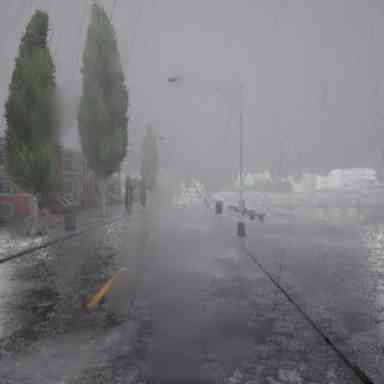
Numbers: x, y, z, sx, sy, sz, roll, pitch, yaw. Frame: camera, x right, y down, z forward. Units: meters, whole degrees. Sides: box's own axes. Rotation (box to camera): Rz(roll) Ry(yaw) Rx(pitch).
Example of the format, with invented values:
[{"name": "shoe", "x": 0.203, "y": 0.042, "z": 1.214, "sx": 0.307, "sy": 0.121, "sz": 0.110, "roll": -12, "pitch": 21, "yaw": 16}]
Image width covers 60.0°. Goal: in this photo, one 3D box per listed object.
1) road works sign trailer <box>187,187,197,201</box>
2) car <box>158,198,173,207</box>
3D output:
[{"name": "road works sign trailer", "x": 0.020, "y": 0.477, "z": 86.517, "sx": 2.380, "sy": 3.560, "sz": 2.880, "roll": 0, "pitch": 0, "yaw": 0}, {"name": "car", "x": -4.054, "y": 1.572, "z": 51.545, "sx": 1.994, "sy": 1.385, "sz": 4.181, "roll": 0, "pitch": 0, "yaw": 0}]
